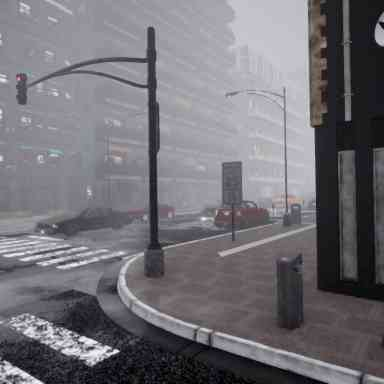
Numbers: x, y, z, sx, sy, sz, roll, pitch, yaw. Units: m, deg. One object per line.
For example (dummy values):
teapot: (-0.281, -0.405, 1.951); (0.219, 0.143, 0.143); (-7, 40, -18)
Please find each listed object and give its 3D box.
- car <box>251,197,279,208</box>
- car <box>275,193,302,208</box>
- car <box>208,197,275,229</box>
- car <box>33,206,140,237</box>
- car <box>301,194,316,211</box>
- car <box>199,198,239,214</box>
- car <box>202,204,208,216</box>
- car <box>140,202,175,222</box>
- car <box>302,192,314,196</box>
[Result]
car: (9.509, 1.310, 43.031); (1.947, 1.339, 4.313); (-1, 0, 36)
car: (11.594, 1.047, 41.457); (2.097, 1.767, 4.553); (-1, 0, 36)
car: (3.042, 1.200, 19.717); (1.967, 1.590, 4.097); (-1, 0, 36)
car: (-5.545, 1.471, 17.793); (2.033, 1.411, 5.357); (-1, 0, 33)
car: (12.951, 1.195, 33.521); (1.947, 1.339, 4.313); (-1, 0, 36)
car: (2.843, 1.383, 33.870); (2.008, 1.369, 4.403); (-1, 0, 36)
car: (3.007, 1.355, 29.703); (2.033, 1.411, 5.357); (-1, 0, 36)
car: (-3.175, 1.458, 25.755); (1.887, 1.381, 4.507); (-1, 0, 36)
car: (19.503, 0.930, 56.772); (2.192, 1.841, 5.009); (-1, 0, 36)
